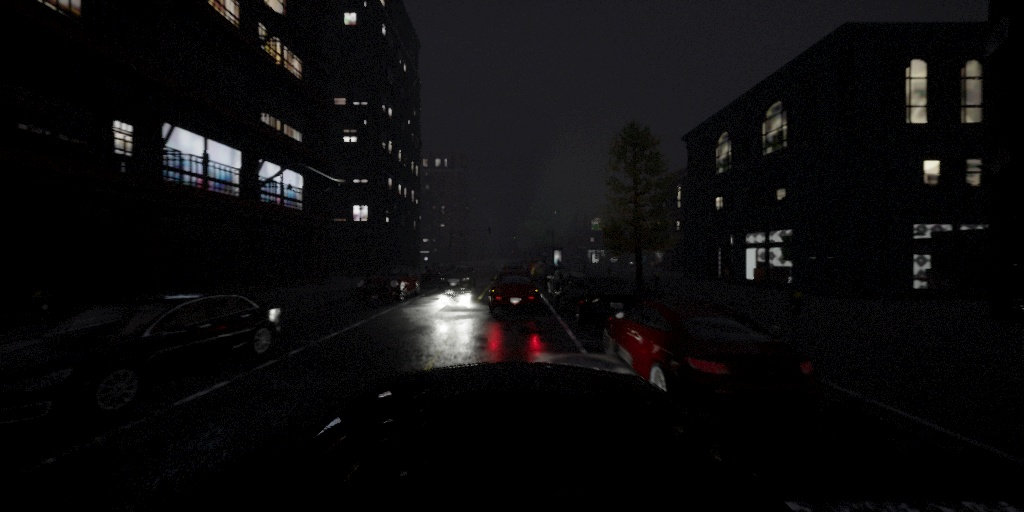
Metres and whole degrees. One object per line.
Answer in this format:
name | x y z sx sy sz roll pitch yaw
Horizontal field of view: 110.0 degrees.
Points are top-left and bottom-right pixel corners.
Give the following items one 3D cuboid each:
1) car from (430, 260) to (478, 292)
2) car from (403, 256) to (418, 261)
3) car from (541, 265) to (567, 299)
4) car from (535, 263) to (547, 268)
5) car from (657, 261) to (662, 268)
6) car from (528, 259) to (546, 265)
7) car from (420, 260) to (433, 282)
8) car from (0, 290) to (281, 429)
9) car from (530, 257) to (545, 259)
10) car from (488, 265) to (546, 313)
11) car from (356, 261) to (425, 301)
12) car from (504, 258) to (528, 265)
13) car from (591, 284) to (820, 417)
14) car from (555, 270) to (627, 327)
car | -3.102 1.217 21.357 2.128 1.511 4.902 0 0 0
car | -17.282 0.952 58.783 5.009 1.841 2.192 0 0 0
car | 2.688 1.281 16.856 2.007 1.370 4.403 0 0 0
car | 2.688 1.291 22.395 1.948 1.339 4.313 0 0 0
car | 26.141 1.358 59.043 4.507 1.381 1.888 0 0 0
car | 2.687 1.239 33.645 1.751 1.417 4.829 0 0 0
car | -5.693 1.159 27.935 1.967 1.591 4.097 0 0 0
car | -5.691 1.294 5.778 2.007 1.370 4.403 0 0 0
car | 2.686 1.023 39.014 2.192 1.841 5.009 0 0 0
car | 0.097 1.259 13.841 1.812 1.442 4.674 0 0 0
car | -5.692 1.170 16.855 1.967 1.591 4.097 0 0 0
car | 0.095 1.195 29.836 1.882 1.535 5.008 0 0 0
car | 2.690 1.325 5.778 1.802 1.307 4.207 0 0 0
car | 2.689 1.302 11.318 1.948 1.339 4.313 0 0 0
